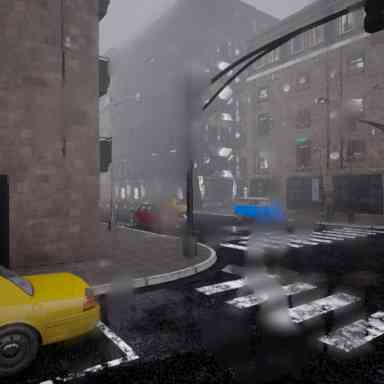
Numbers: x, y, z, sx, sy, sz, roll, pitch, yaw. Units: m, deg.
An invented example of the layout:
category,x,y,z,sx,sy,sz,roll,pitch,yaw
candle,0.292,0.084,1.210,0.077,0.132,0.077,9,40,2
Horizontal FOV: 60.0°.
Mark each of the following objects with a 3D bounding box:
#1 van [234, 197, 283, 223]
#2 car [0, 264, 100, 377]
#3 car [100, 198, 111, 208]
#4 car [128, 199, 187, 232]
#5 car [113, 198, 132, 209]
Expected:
category,x,y,z,sx,sy,sz,roll,pitch,yaw
van,4.875,1.280,24.887,1.690,1.788,3.998,0,0,-36
car,-3.624,1.526,3.980,4.829,1.417,1.752,0,0,-36
car,-11.755,1.463,47.795,1.887,1.381,4.507,-1,0,-36
car,-1.917,1.441,19.979,1.967,1.590,4.097,0,0,-36
car,-8.429,1.463,43.213,1.887,1.381,4.507,-1,0,-36
